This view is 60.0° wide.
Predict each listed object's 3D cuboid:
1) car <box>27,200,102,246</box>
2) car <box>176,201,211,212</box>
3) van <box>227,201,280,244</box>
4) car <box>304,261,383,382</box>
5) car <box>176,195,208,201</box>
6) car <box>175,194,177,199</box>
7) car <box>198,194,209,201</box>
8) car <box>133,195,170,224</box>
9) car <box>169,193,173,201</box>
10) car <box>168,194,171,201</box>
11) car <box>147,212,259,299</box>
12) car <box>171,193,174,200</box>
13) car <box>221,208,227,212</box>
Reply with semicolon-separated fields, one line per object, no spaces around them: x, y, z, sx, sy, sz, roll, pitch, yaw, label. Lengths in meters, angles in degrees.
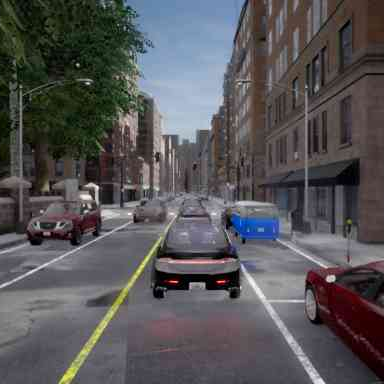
-5.674;1.310;15.507;2.192;1.841;5.009;0;0;0;car
0.094;1.485;18.390;2.128;1.511;4.902;0;0;0;car
2.851;1.336;15.549;1.690;1.788;3.998;0;0;0;van
2.853;1.544;4.228;1.887;1.381;4.507;0;0;0;car
-0.008;1.338;27.567;2.097;1.767;4.553;0;0;0;car
-5.690;1.495;86.450;2.008;1.369;4.403;0;0;0;car
2.837;1.386;75.586;1.967;1.590;4.097;0;0;0;car
-3.018;1.339;24.738;2.097;1.767;4.553;0;0;0;car
-5.686;1.492;70.098;1.887;1.381;4.507;0;0;0;car
-5.685;1.501;64.647;2.008;1.369;4.403;0;0;0;car
0.098;1.490;8.450;2.128;1.511;4.902;0;0;0;car
-5.687;1.490;75.549;1.887;1.381;4.507;0;0;0;car
2.850;1.557;21.210;1.947;1.339;4.313;0;0;0;car
